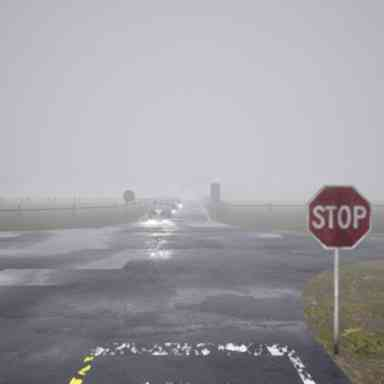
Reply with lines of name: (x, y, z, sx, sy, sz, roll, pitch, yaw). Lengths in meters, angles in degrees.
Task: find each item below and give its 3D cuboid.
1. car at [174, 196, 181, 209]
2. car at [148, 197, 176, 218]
car: (-2.793, 1.466, 41.933, 2.033, 1.411, 5.357, 0, 0, 0)
car: (-2.783, 1.445, 29.732, 2.128, 1.511, 4.902, 0, 0, -1)
